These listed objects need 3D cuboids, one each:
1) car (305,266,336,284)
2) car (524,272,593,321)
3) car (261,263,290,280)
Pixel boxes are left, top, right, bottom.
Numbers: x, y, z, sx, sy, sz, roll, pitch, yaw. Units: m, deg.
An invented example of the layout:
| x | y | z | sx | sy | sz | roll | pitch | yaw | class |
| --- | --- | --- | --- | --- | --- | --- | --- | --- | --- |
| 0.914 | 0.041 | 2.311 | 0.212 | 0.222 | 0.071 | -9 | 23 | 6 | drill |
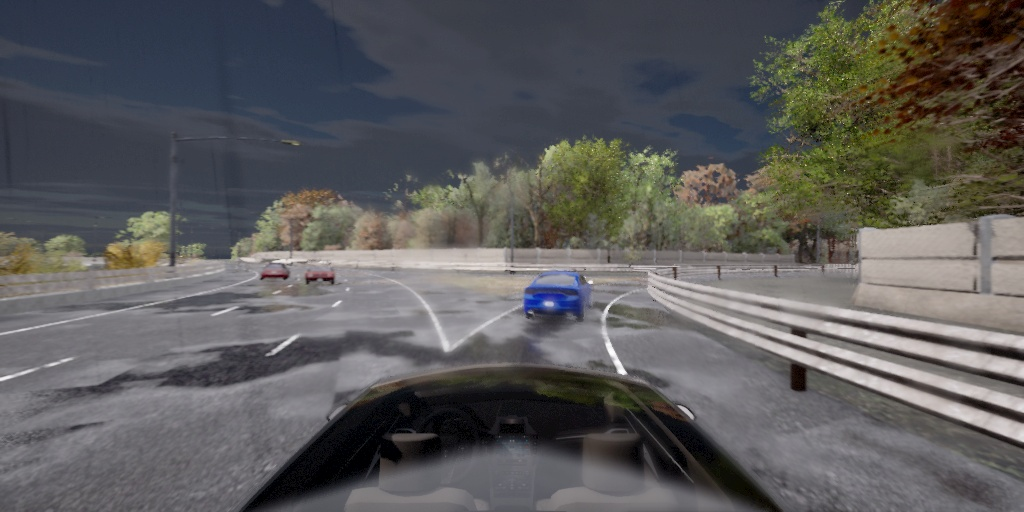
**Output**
| x | y | z | sx | sy | sz | roll | pitch | yaw | class |
| --- | --- | --- | --- | --- | --- | --- | --- | --- | --- |
| -14.200 | 1.368 | 26.742 | 1.895 | 1.301 | 4.718 | 1 | 0 | -26 | car |
| 1.848 | 1.301 | 13.071 | 1.882 | 1.535 | 5.008 | 0 | 0 | 17 | car |
| -20.610 | 1.304 | 31.311 | 1.994 | 1.385 | 4.181 | 1 | 0 | -30 | car |
